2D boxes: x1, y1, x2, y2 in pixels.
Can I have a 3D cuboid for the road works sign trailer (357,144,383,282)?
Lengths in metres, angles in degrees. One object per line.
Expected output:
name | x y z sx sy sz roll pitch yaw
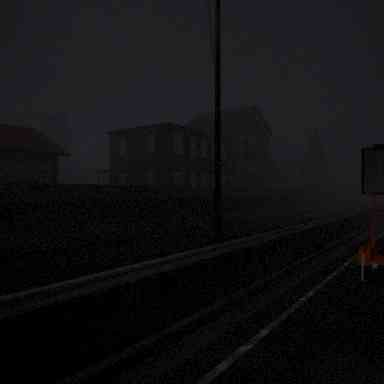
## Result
road works sign trailer | 5.924 0.468 8.937 2.380 3.560 2.880 0 0 36
